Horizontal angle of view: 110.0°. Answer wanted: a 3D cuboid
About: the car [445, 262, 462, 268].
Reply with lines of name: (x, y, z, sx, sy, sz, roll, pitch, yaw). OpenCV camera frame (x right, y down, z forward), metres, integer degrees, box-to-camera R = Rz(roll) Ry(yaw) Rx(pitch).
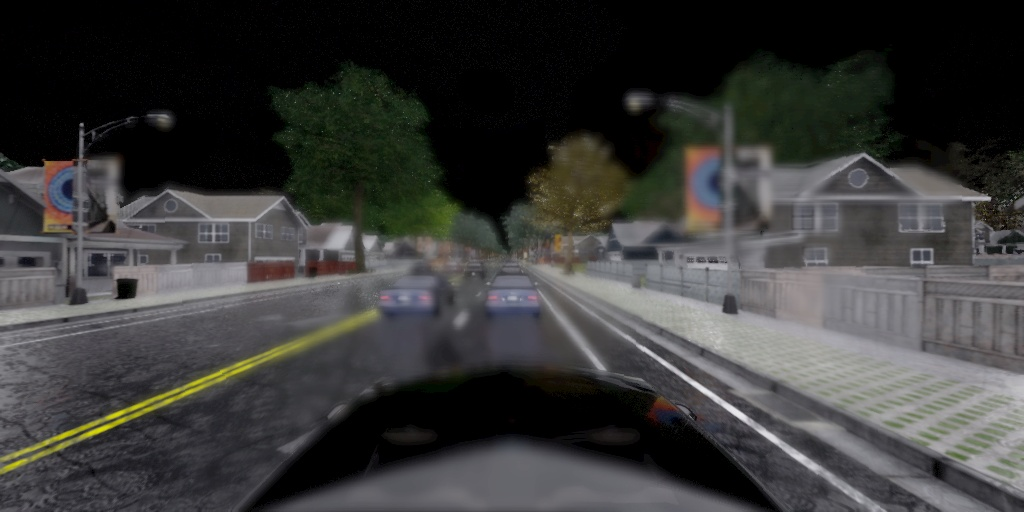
car: (-6.601, 1.439, 40.830, 1.812, 1.442, 4.674, 0, 0, 0)

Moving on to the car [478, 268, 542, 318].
car: (0.081, 1.346, 13.225, 2.033, 1.411, 5.357, 0, 0, 0)

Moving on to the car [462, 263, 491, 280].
car: (-3.162, 1.388, 33.580, 1.837, 1.490, 4.892, 0, 0, 0)

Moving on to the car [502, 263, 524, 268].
car: (0.087, 1.374, 33.442, 2.128, 1.511, 4.902, 0, 0, 0)

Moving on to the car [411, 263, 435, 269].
car: (-9.855, 1.457, 39.856, 2.033, 1.411, 5.357, 0, 0, 0)

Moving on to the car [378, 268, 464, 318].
car: (-3.169, 1.346, 13.236, 2.033, 1.411, 5.357, 0, 0, 0)
